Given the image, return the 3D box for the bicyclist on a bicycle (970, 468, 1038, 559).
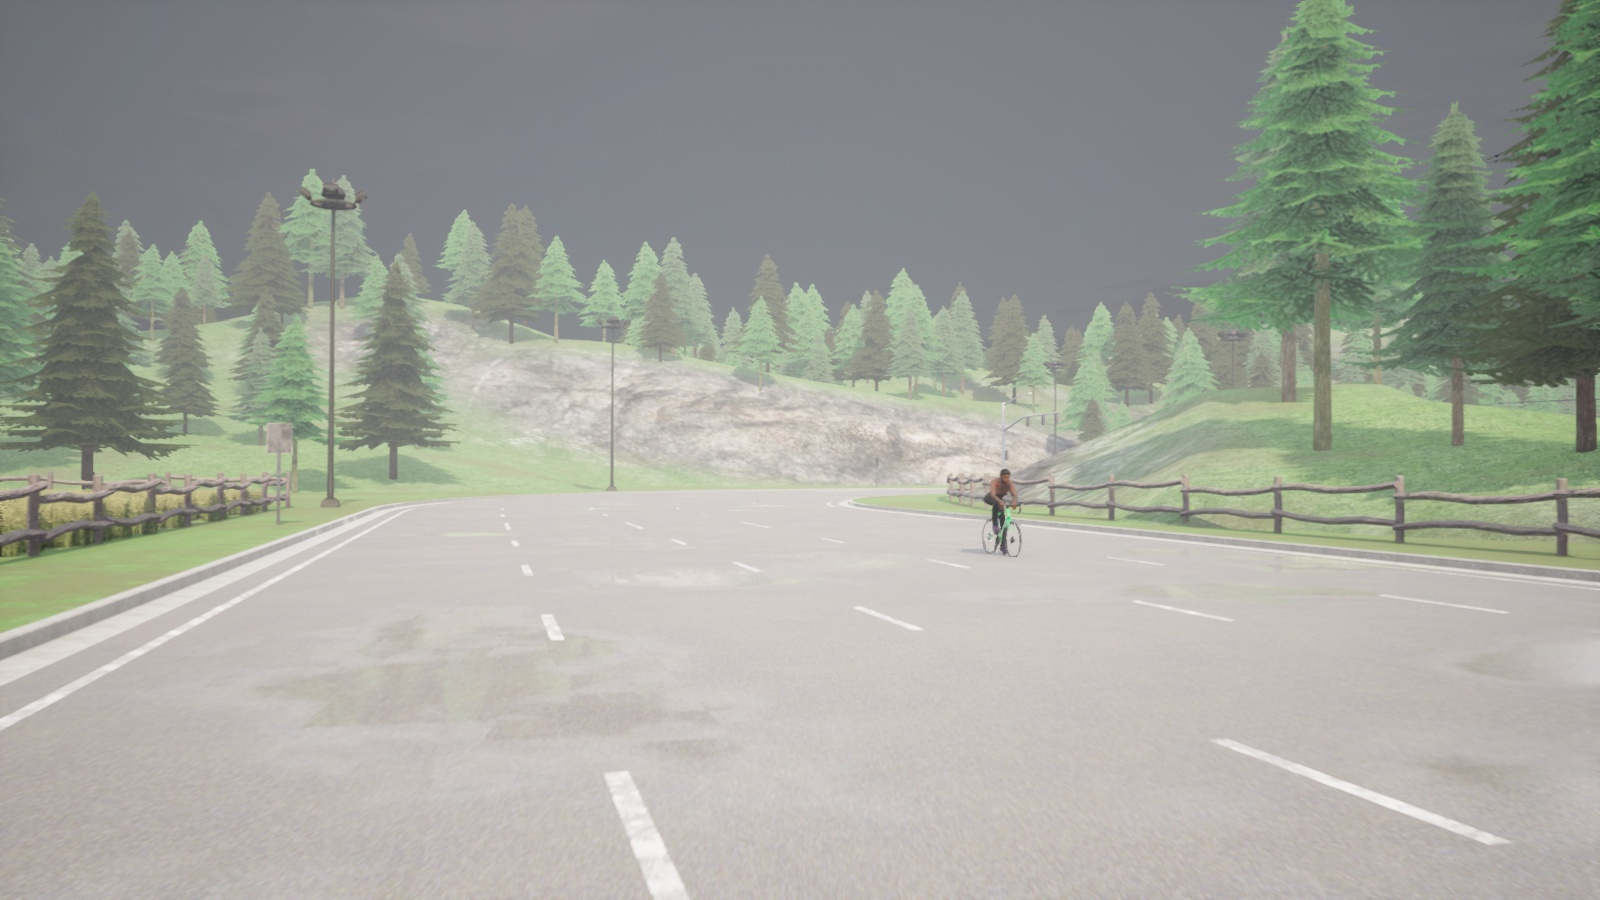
[{"bbox_3d":[3.768,1.142,23.290,0.582,1.620,1.656,0,-1,-16],"label":"bicyclist on a bicycle"}]
